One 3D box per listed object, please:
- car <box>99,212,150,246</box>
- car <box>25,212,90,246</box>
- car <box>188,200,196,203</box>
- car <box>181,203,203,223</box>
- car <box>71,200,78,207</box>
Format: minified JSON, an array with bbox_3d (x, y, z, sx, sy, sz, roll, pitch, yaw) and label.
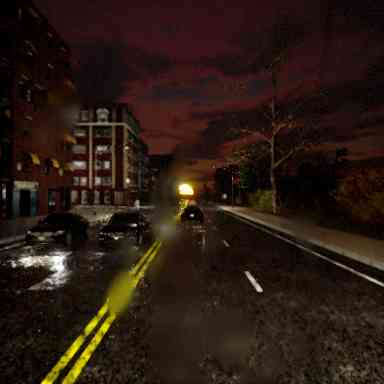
[{"bbox_3d":[-3.245,1.780,16.703,1.837,1.490,4.892,0,-1,0],"label":"car"},{"bbox_3d":[-6.495,1.779,16.700,1.812,1.442,4.674,0,-1,0],"label":"car"},{"bbox_3d":[0.116,2.325,50.513,1.895,1.301,4.718,0,-1,0],"label":"car"},{"bbox_3d":[0.009,1.998,30.358,1.994,1.385,4.181,0,-1,0],"label":"car"},{"bbox_3d":[-22.780,2.078,59.740,4.403,1.369,2.008,1,-1,-1],"label":"car"}]
